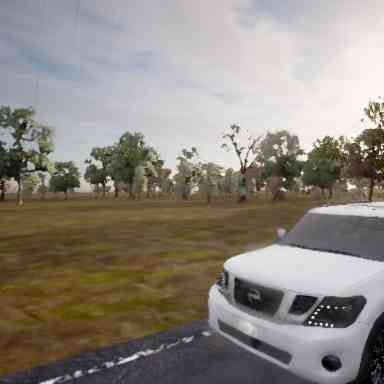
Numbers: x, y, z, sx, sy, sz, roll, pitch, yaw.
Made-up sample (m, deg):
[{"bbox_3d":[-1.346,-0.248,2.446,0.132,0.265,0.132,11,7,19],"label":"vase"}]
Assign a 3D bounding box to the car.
[{"bbox_3d":[2.892,1.210,5.441,5.566,2.045,2.150,0,0,-35],"label":"car"}]
